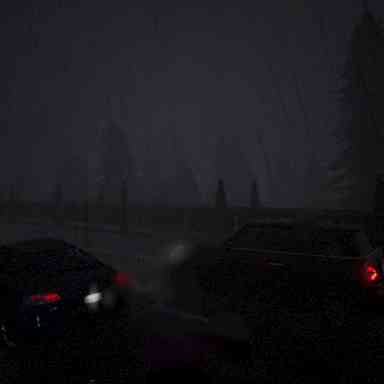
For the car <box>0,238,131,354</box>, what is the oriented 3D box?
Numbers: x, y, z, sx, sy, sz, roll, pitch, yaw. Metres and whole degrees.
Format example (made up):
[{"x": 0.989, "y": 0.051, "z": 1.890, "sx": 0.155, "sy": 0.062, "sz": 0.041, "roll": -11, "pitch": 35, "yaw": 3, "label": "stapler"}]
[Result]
[{"x": -3.134, "y": 1.584, "z": 6.230, "sx": 4.181, "sy": 1.385, "sz": 1.994, "roll": 0, "pitch": 0, "yaw": 36, "label": "car"}]

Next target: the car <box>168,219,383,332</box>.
[{"x": 1.657, "y": 1.370, "z": 7.110, "sx": 4.553, "sy": 1.767, "sz": 2.097, "roll": 0, "pitch": 0, "yaw": 36, "label": "car"}]
